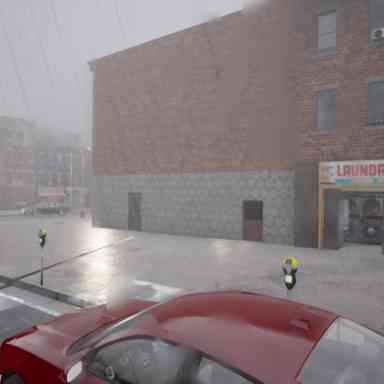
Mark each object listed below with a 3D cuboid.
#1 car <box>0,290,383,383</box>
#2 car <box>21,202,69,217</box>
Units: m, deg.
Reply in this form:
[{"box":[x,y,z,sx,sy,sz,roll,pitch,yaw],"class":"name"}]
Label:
[{"box":[0.137,1.544,2.700,4.507,1.381,1.887,0,1,36],"class":"car"},{"box":[-15.591,1.808,35.413,2.128,1.511,4.902,1,0,36],"class":"car"}]
